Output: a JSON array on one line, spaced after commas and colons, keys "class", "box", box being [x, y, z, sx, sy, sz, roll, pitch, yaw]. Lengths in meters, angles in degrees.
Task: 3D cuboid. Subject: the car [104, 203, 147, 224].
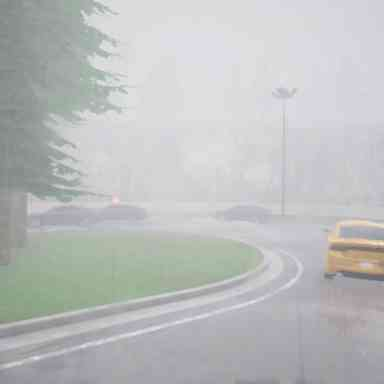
[{"class": "car", "box": [-5.941, 1.633, 25.633, 4.892, 1.490, 1.837, 1, -2, -4]}]

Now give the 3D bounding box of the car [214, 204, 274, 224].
[{"class": "car", "box": [4.113, 1.749, 26.859, 4.892, 1.490, 1.837, 0, -2, 32]}]

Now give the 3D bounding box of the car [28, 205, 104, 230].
[{"class": "car", "box": [-8.417, 1.575, 21.339, 4.892, 1.490, 1.837, 1, -3, -20]}]

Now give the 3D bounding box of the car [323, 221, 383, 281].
[{"class": "car", "box": [5.076, 1.606, 10.072, 1.882, 1.535, 5.008, 2, 0, 23]}]
